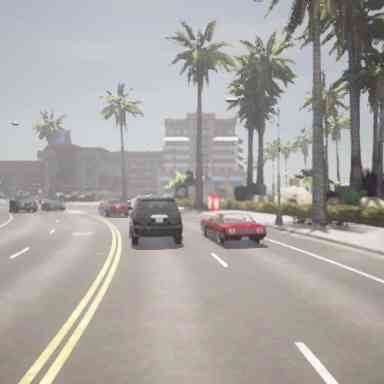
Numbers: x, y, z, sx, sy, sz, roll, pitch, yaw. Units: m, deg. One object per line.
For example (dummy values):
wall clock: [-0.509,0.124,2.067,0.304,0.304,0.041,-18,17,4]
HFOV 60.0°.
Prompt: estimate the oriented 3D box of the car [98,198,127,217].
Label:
car: [-7.685,1.400,32.150,2.097,1.767,4.553,0,0,-26]

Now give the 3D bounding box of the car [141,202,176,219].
car: [-3.233,1.640,31.090,1.895,1.301,4.718,0,0,-23]

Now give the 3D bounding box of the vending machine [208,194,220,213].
vending machine: [2.428,1.230,36.633,1.100,2.100,0.880,0,0,-26]

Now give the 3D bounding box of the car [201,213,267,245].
car: [1.744,1.615,15.747,1.895,1.301,4.718,0,0,-11]

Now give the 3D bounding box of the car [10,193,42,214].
car: [-18.978,1.298,37.367,2.150,2.045,5.566,0,0,-37]

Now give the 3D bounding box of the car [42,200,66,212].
car: [-16.660,1.637,39.964,1.994,1.385,4.181,0,0,-37]

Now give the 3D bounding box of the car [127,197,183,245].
car: [-1.857,1.241,15.948,2.150,2.045,5.566,0,0,-12]
